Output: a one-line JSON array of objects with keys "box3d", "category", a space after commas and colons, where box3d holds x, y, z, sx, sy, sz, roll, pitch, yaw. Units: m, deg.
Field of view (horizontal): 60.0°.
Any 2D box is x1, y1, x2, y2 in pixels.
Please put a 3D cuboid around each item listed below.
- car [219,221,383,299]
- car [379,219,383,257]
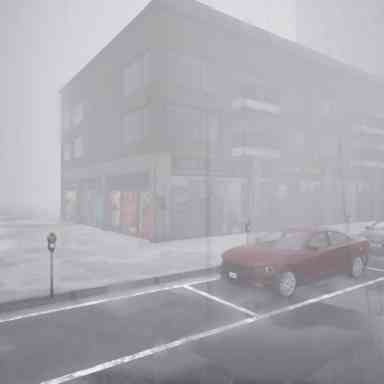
[{"box3d": [2.712, 1.544, 8.462, 4.507, 1.381, 1.887, 0, 0, -35], "category": "car"}, {"box3d": [7.212, 1.581, 11.666, 4.206, 1.307, 1.802, 0, 0, -35], "category": "car"}]
